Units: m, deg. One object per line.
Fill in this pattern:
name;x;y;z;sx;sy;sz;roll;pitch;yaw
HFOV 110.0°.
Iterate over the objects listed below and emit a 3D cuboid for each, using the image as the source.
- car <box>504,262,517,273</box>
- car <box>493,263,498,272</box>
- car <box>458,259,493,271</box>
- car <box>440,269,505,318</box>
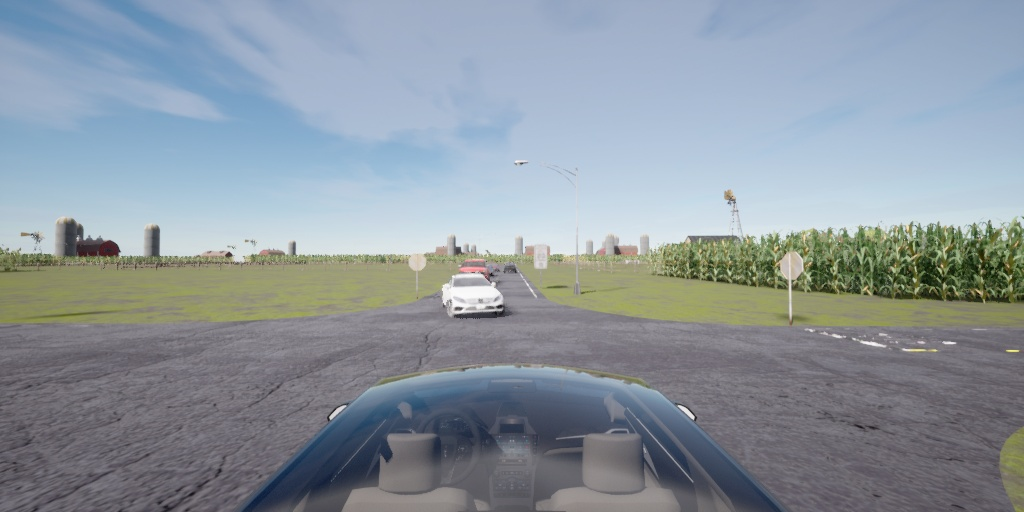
car;-0.268;1.771;52.765;1.837;1.490;4.892;0;-1;0
car;-3.046;1.736;42.292;2.033;1.411;5.357;0;0;0
car;-2.989;1.283;28.717;2.150;2.045;5.566;0;-1;0
car;-1.720;1.431;14.035;1.812;1.442;4.674;-1;-1;-17
